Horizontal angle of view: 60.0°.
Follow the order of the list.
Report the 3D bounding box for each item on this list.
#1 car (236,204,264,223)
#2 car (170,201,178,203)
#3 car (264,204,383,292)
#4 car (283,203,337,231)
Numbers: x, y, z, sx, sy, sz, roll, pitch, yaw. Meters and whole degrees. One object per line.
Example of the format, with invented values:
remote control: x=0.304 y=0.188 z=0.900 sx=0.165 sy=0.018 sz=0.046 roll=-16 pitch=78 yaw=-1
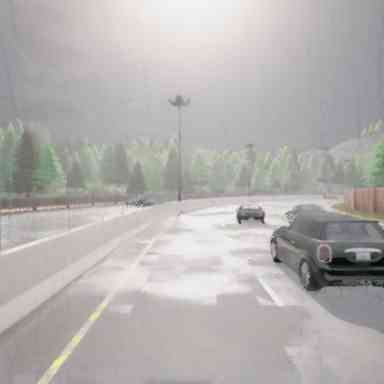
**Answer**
car: x=4.301 y=1.540 z=24.882 sx=1.895 sy=1.301 sz=4.718 roll=0 pitch=0 yaw=6
car: x=-2.001 y=1.396 z=45.816 sx=1.837 sy=1.490 sz=4.892 roll=0 pitch=0 yaw=18
car: x=3.579 y=1.334 z=9.059 sx=2.097 sy=1.767 sz=4.553 roll=0 pitch=1 yaw=0
car: x=7.475 y=1.495 z=21.658 sx=2.033 sy=1.411 sz=5.357 roll=0 pitch=0 yaw=5
